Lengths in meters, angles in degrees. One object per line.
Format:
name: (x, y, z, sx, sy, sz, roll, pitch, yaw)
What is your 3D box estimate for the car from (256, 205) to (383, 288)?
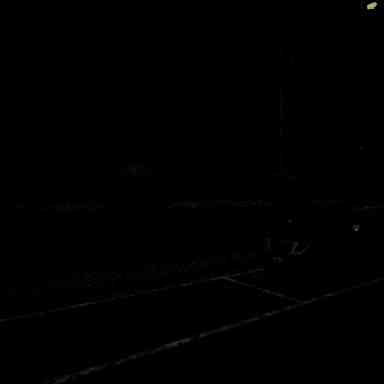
car: (4.104, 1.313, 9.466, 5.009, 1.841, 2.192, 0, 0, -36)
